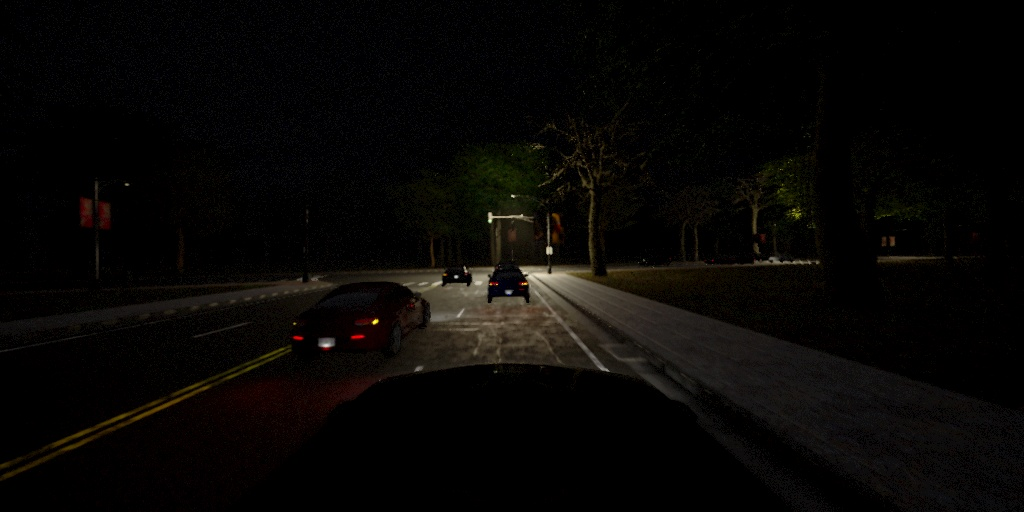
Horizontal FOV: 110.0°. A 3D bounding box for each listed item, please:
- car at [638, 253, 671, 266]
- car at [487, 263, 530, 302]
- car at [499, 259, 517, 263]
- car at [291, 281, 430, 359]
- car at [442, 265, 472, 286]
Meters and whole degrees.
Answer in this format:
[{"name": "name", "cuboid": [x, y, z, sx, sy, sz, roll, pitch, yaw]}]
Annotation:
[{"name": "car", "cuboid": [22.675, 0.562, 56.966, 5.566, 2.045, 2.150, -1, 0, -23]}, {"name": "car", "cuboid": [-0.179, 1.260, 16.719, 1.812, 1.442, 4.674, -1, 0, -1]}, {"name": "car", "cuboid": [-0.333, 1.061, 31.789, 2.097, 1.767, 4.553, -1, 0, 2]}, {"name": "car", "cuboid": [-3.245, 1.312, 8.479, 1.812, 1.442, 4.674, -1, 0, -1]}, {"name": "car", "cuboid": [-3.870, 1.332, 25.584, 1.994, 1.385, 4.181, -1, 0, -6]}]
